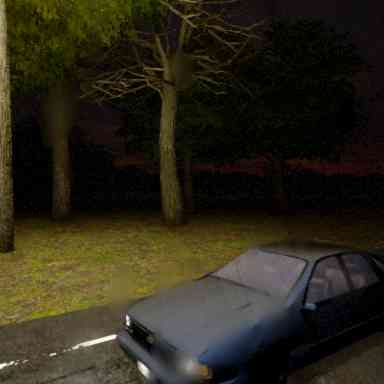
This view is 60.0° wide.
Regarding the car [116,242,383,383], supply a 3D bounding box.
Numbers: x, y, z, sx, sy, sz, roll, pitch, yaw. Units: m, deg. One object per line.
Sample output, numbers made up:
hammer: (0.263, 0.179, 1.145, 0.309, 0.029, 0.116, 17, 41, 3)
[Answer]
car: (1.643, 1.545, 5.173, 5.357, 1.411, 2.033, 0, 0, -36)
